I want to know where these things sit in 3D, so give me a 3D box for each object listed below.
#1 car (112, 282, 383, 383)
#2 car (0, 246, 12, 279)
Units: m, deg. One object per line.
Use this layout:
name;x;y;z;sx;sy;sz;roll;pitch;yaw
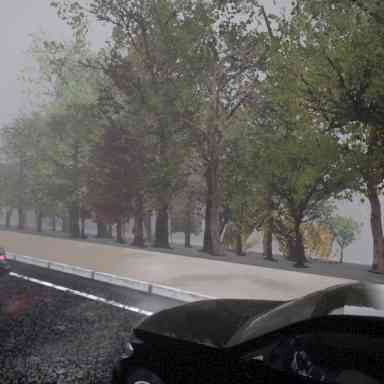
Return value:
car;1.401;1.526;2.684;4.674;1.442;1.812;0;0;36
car;-6.705;1.548;8.523;5.357;1.411;2.033;0;0;36
